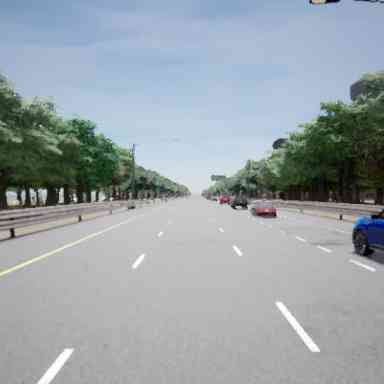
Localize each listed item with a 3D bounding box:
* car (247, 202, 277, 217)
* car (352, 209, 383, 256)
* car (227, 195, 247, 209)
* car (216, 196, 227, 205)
[{"bbox_3d":[7.071,1.711,33.304,1.994,1.385,4.181,0,-1,0],"label":"car"},{"bbox_3d":[7.008,1.234,10.004,2.150,2.045,5.566,0,0,0],"label":"car"},{"bbox_3d":[7.156,1.546,51.108,2.150,2.045,5.566,0,-1,0],"label":"car"},{"bbox_3d":[7.325,1.805,74.674,2.150,2.045,5.566,0,-1,1],"label":"car"}]
